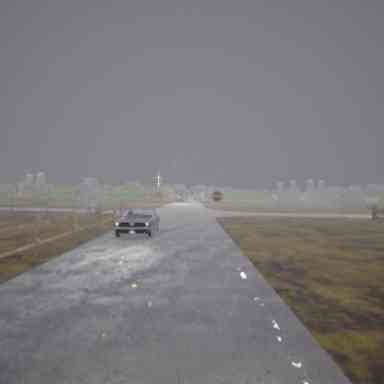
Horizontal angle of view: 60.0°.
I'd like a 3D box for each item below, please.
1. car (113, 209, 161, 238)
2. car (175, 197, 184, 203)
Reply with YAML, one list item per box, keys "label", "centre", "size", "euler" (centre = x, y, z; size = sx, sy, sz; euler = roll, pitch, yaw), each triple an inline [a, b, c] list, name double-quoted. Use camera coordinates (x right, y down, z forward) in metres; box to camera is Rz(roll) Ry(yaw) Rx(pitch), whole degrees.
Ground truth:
- label: "car"
  centre: [-2.820, 1.595, 17.878]
  size: [1.895, 1.301, 4.718]
  euler: [0, 0, 0]
- label: "car"
  centre: [-2.750, 1.811, 75.280]
  size: [1.895, 1.301, 4.718]
  euler: [0, 0, 0]
